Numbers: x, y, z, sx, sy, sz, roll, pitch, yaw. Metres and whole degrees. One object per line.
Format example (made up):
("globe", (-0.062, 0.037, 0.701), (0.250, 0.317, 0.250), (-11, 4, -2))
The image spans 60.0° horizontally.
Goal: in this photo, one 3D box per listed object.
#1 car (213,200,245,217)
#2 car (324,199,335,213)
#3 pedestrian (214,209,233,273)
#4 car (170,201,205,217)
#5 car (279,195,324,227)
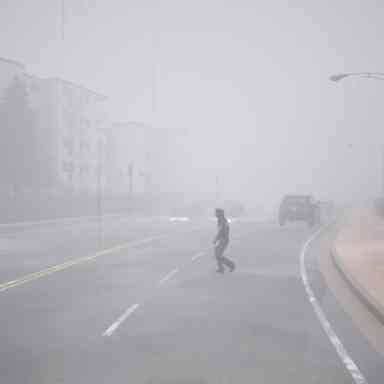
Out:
("car", (3.546, 1.504, 31.129), (1.837, 1.490, 4.892), (0, 0, 27))
("car", (14.838, 1.490, 37.371), (2.128, 1.511, 4.902), (0, 0, 27))
("pedestrian", (0.833, 1.294, 9.077), (0.375, 1.860, 0.375), (0, 0, 15))
("car", (-0.362, 1.563, 31.181), (1.994, 1.385, 4.181), (0, 0, 27))
("car", (7.568, 1.220, 23.146), (2.150, 2.045, 5.566), (0, 0, 27))
